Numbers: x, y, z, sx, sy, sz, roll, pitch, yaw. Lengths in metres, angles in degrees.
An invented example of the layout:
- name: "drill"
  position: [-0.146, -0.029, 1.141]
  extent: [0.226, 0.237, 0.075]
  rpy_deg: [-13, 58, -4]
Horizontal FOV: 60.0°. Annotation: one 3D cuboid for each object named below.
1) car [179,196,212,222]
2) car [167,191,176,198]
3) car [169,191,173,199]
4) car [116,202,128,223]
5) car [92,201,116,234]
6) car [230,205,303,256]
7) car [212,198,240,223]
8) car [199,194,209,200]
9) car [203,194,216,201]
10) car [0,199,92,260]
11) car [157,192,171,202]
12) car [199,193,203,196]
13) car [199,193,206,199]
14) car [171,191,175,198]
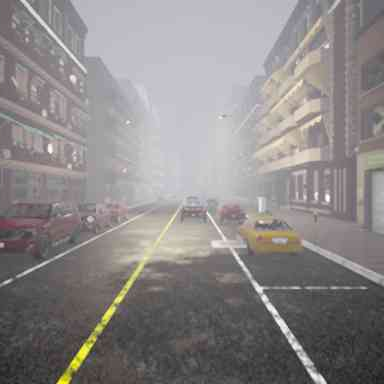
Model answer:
- name: "car"
  position: [0.100, 1.327, 24.573]
  extent: [2.128, 1.511, 4.902]
  rpy_deg: [0, 0, 0]
- name: "car"
  position: [-5.689, 0.696, 91.240]
  extent: [2.192, 1.841, 5.009]
  rpy_deg: [0, 0, 0]
- name: "car"
  position: [-5.690, 1.086, 68.697]
  extent: [2.008, 1.369, 4.403]
  rpy_deg: [0, 0, 0]
- name: "car"
  position: [-5.689, 1.386, 23.609]
  extent: [1.887, 1.381, 4.507]
  rpy_deg: [0, 0, 0]
- name: "car"
  position: [-5.689, 1.319, 17.971]
  extent: [1.967, 1.590, 4.097]
  rpy_deg: [0, 0, 0]
- name: "car"
  position: [2.691, 1.442, 12.502]
  extent: [1.752, 1.417, 4.829]
  rpy_deg: [0, 0, 0]
- name: "car"
  position: [2.691, 1.387, 23.604]
  extent: [1.887, 1.381, 4.507]
  rpy_deg: [0, 0, 0]
- name: "car"
  position: [2.691, 1.063, 74.329]
  extent: [1.947, 1.339, 4.313]
  rpy_deg: [0, 0, 0]
- name: "car"
  position: [2.691, 1.241, 46.148]
  extent: [2.008, 1.369, 4.403]
  rpy_deg: [0, 0, 0]
- name: "car"
  position: [-5.688, 1.232, 12.335]
  extent: [2.192, 1.841, 5.009]
  rpy_deg: [0, 0, 0]
- name: "car"
  position: [-5.690, 1.125, 63.060]
  extent: [2.008, 1.369, 4.403]
  rpy_deg: [0, 0, 0]
- name: "car"
  position: [0.101, 1.199, 41.441]
  extent: [1.882, 1.535, 5.008]
  rpy_deg: [0, 0, 0]
- name: "car"
  position: [2.691, 1.002, 85.601]
  extent: [1.802, 1.307, 4.206]
  rpy_deg: [0, 0, 0]
- name: "car"
  position: [-5.690, 1.003, 79.969]
  extent: [1.887, 1.381, 4.507]
  rpy_deg: [0, 0, 0]
